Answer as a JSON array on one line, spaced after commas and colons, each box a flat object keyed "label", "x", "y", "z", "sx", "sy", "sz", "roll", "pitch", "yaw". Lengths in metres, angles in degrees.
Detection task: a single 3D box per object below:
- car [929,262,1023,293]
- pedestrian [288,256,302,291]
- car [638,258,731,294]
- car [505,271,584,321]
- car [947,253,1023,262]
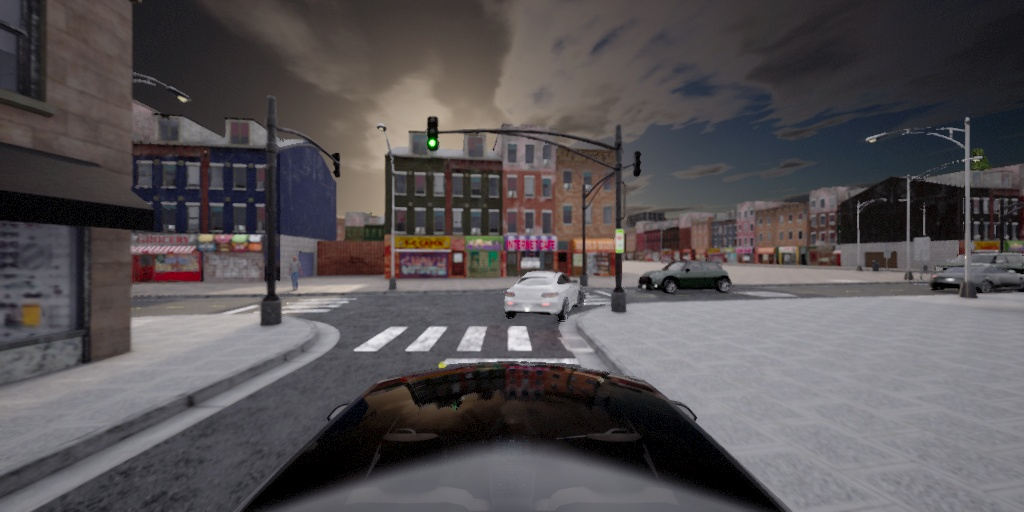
[{"label": "car", "x": 24.275, "y": 1.167, "z": 18.570, "sx": 4.181, "sy": 1.385, "sz": 1.994, "roll": 0, "pitch": 0, "yaw": -9}, {"label": "pedestrian", "x": -11.244, "y": 0.875, "z": 18.613, "sx": 0.375, "sy": 1.860, "sz": 0.375, "roll": 0, "pitch": 0, "yaw": -9}, {"label": "car", "x": 9.039, "y": 1.011, "z": 18.995, "sx": 4.553, "sy": 1.767, "sz": 2.097, "roll": 0, "pitch": 0, "yaw": -10}, {"label": "car", "x": 1.185, "y": 1.227, "z": 12.252, "sx": 1.812, "sy": 1.442, "sz": 4.674, "roll": -1, "pitch": 0, "yaw": 19}, {"label": "car", "x": 29.418, "y": 0.814, "z": 22.354, "sx": 5.566, "sy": 2.045, "sz": 2.150, "roll": 0, "pitch": 0, "yaw": -9}]
